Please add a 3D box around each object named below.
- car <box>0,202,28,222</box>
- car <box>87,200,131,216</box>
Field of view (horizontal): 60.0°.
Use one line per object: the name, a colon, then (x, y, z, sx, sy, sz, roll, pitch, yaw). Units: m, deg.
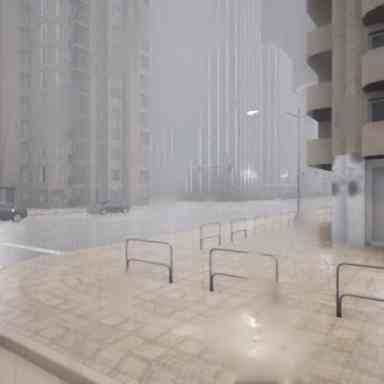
car: (-14.828, 1.553, 24.674, 1.837, 1.490, 4.892, 0, 0, 36)
car: (-8.416, 1.552, 33.897, 1.837, 1.490, 4.892, 0, 0, 35)
